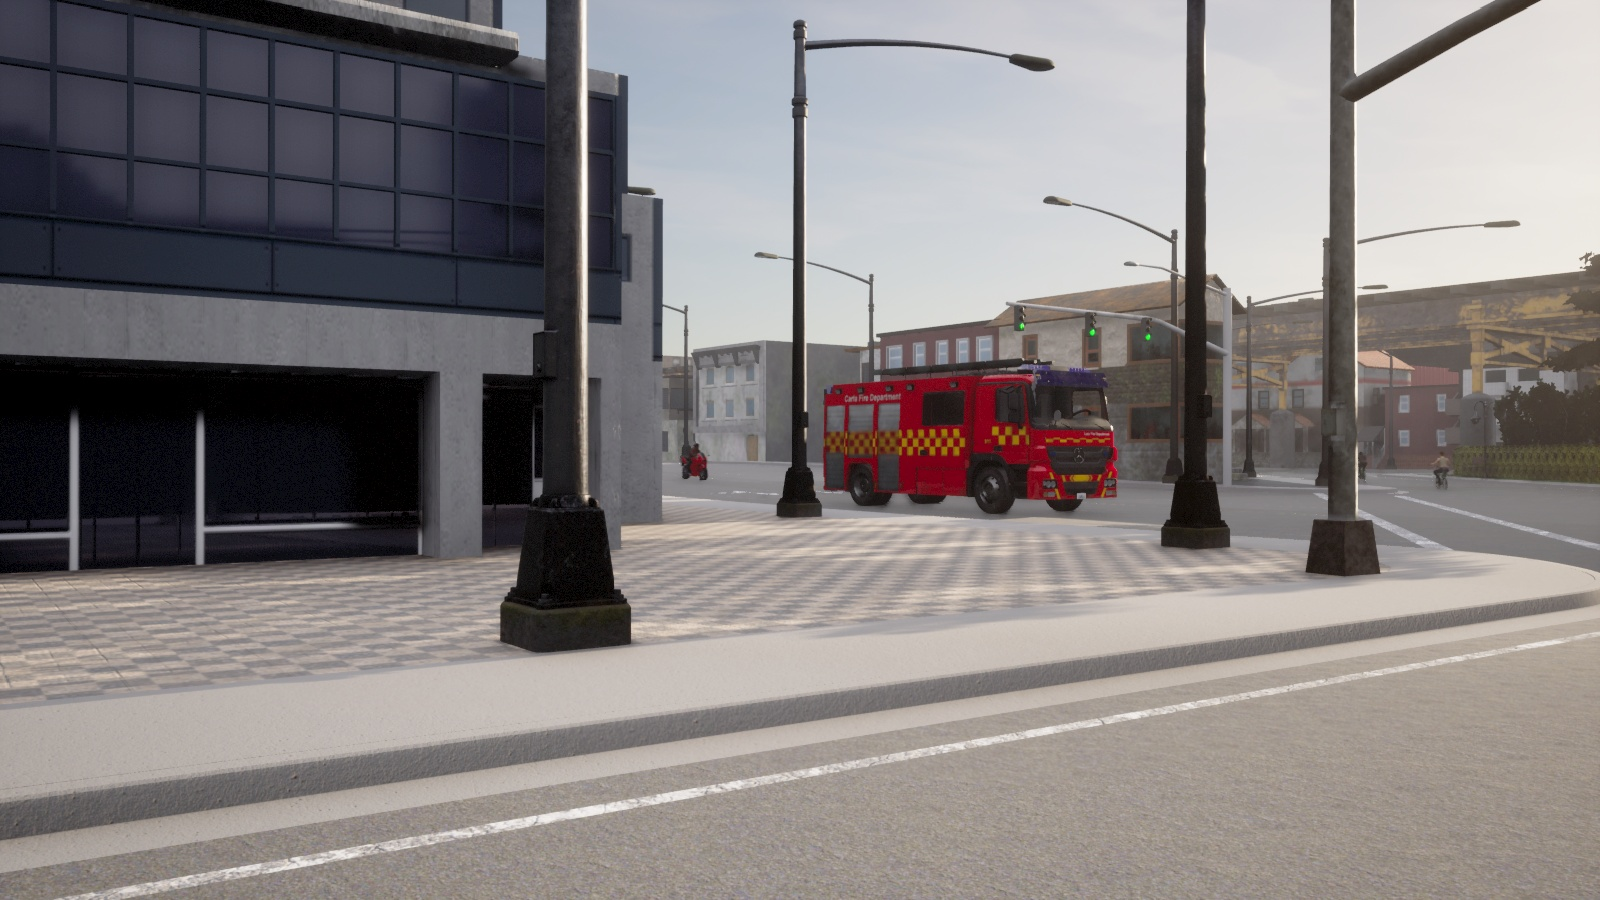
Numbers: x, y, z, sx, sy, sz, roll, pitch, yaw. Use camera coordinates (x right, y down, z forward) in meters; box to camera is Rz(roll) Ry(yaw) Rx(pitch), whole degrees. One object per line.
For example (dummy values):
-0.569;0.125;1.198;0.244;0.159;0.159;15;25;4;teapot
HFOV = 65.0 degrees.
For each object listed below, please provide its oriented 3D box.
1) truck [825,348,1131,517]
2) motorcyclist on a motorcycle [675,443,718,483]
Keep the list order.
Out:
4.322;-0.400;32.763;2.891;3.827;8.468;0;0;-35;truck
-4.225;0.513;50.933;0.797;1.523;2.044;0;1;-35;motorcyclist on a motorcycle
